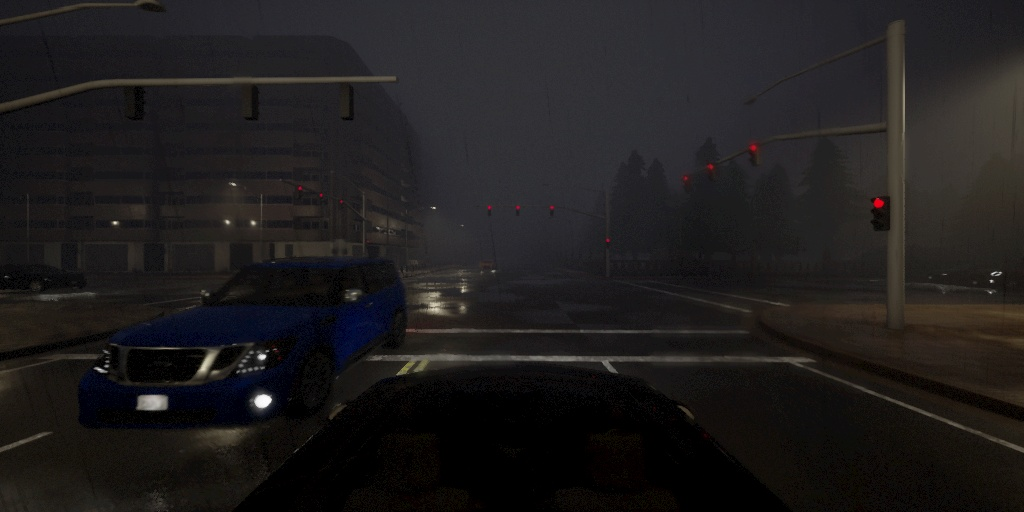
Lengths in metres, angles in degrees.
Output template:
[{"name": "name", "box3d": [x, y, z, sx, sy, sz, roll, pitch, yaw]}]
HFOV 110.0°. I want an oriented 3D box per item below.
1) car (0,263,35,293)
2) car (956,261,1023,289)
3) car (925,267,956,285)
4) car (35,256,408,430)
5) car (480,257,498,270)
[{"name": "car", "box3d": [-26.348, 1.171, 19.559, 5.008, 1.535, 1.882, 0, 0, 0]}, {"name": "car", "box3d": [30.333, 1.045, 21.164, 4.553, 1.767, 2.097, 0, 0, 17]}, {"name": "car", "box3d": [31.567, 1.218, 24.449, 4.674, 1.442, 1.812, 0, 0, 18]}, {"name": "car", "box3d": [-3.501, 1.046, 6.252, 2.150, 2.045, 5.566, 0, 1, 0]}, {"name": "car", "box3d": [-3.511, 1.272, 51.820, 1.882, 1.535, 5.008, 0, 1, 0]}]
